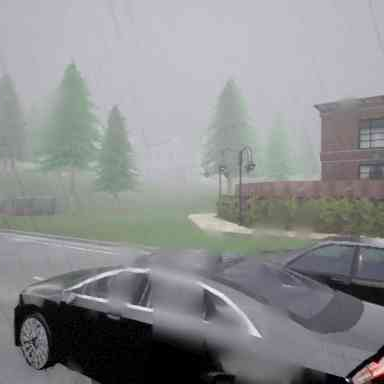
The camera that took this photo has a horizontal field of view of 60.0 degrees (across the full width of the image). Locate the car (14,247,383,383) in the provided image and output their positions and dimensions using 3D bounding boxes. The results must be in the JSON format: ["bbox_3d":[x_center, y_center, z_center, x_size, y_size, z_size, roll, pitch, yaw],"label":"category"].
[{"bbox_3d":[-0.252,1.490,4.076,4.902,1.511,2.128,0,0,34],"label":"car"}]

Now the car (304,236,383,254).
[{"bbox_3d":[2.965,1.548,6.115,5.357,1.411,2.033,0,0,34],"label":"car"}]
